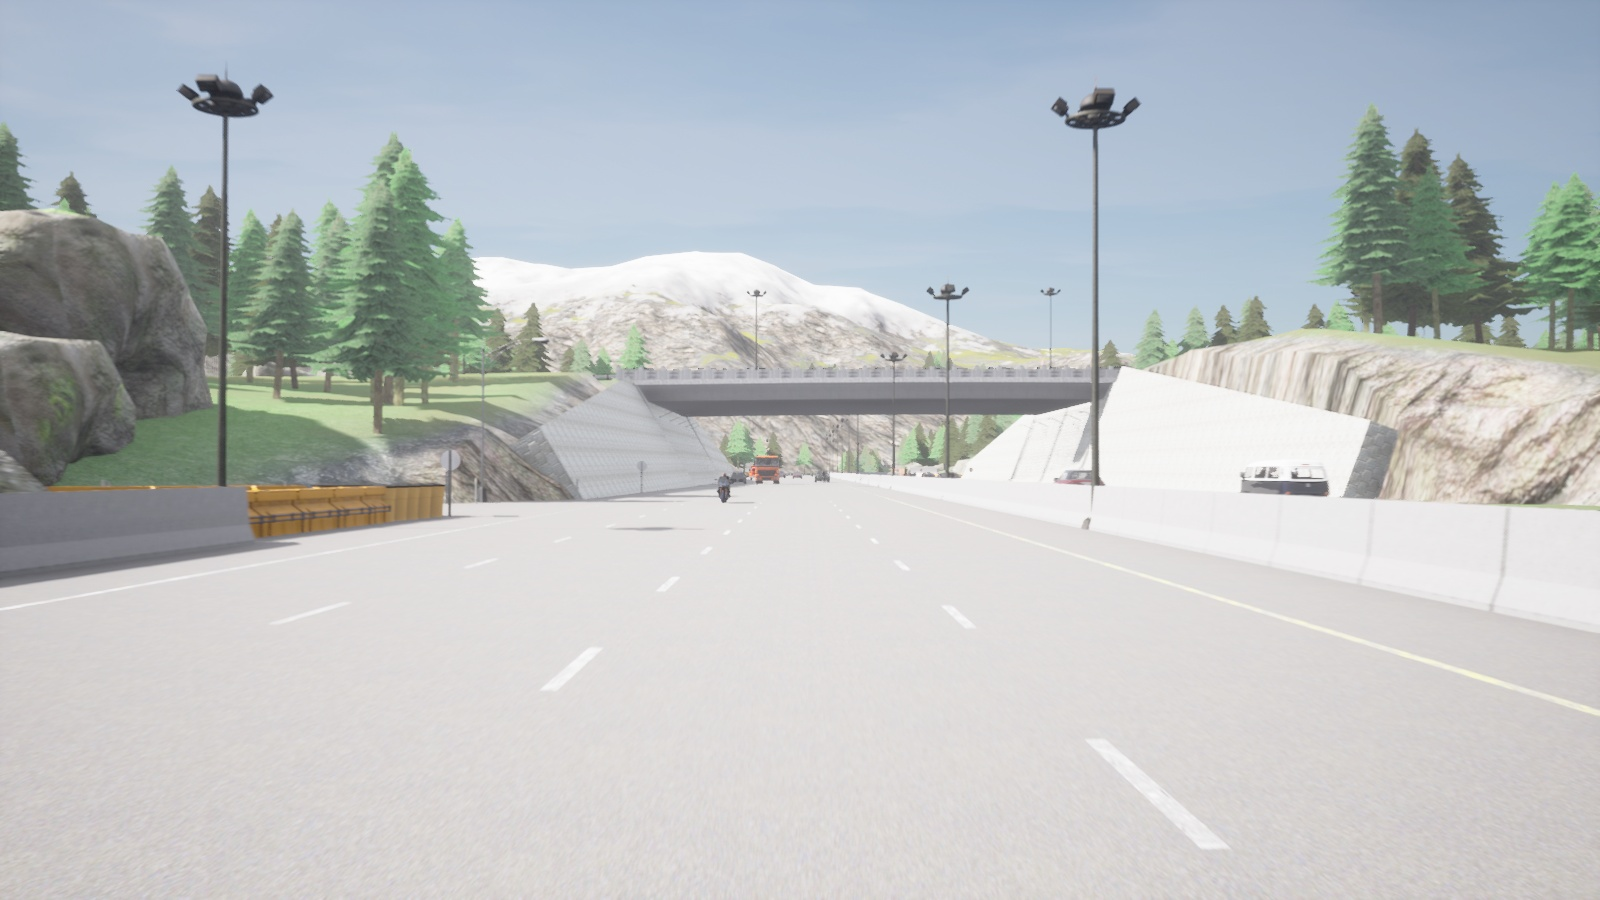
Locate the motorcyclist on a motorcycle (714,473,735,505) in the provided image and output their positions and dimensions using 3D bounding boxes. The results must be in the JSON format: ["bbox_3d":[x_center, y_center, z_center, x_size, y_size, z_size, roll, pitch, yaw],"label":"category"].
[{"bbox_3d":[-3.648,1.880,60.920,0.866,1.530,2.191,0,-1,0],"label":"motorcyclist on a motorcycle"}]

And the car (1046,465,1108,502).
[{"bbox_3d":[13.846,1.668,63.027,2.097,1.767,4.553,0,-1,0],"label":"car"}]

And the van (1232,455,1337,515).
[{"bbox_3d":[17.389,1.227,45.311,2.069,2.038,4.480,0,-1,0],"label":"van"}]
